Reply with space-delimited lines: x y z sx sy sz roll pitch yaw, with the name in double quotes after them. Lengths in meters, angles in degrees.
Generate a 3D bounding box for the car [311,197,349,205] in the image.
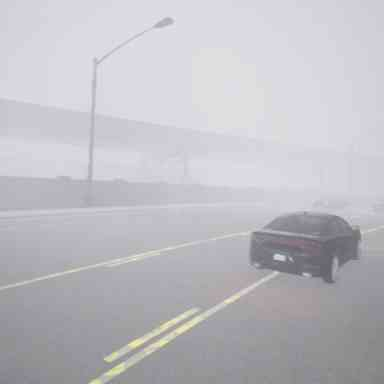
14.284 1.185 34.379 4.718 1.301 1.895 2 1 -40 "car"

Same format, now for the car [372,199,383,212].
20.940 1.439 35.179 4.892 1.490 1.837 3 1 -37 "car"

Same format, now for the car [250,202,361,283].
3.392 1.277 9.310 1.882 1.535 5.008 4 2 36 "car"
